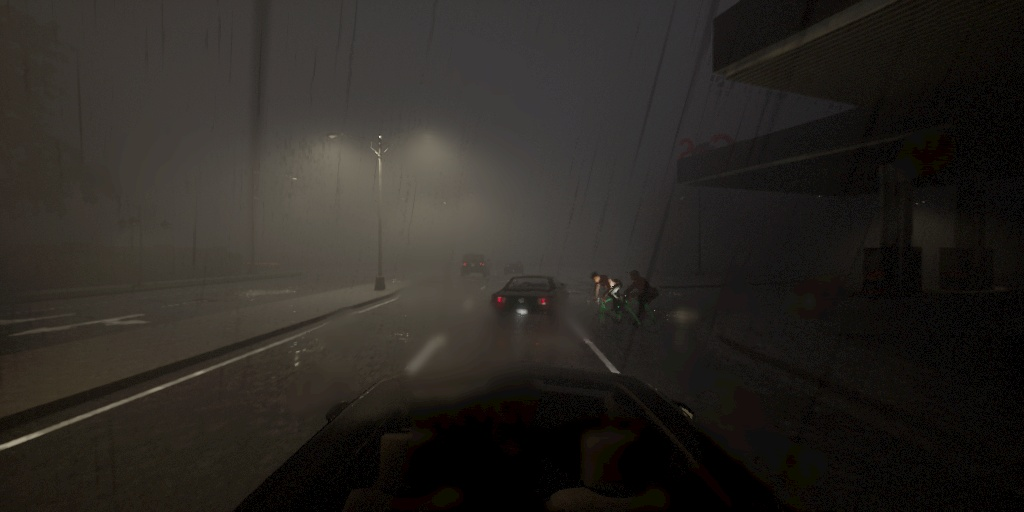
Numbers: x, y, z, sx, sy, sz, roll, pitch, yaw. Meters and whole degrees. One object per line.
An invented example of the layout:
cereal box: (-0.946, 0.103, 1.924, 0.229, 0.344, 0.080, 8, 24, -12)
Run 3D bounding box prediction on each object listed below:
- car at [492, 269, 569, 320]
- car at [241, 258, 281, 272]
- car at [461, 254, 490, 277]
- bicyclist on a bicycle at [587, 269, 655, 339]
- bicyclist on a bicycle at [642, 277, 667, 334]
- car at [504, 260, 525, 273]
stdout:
car: (0.857, 1.312, 12.513, 1.895, 1.301, 4.718, 0, 0, 14)
car: (-29.969, 1.042, 42.230, 5.008, 1.535, 1.882, 0, 0, 1)
car: (-3.322, 0.853, 33.191, 2.150, 2.045, 5.566, 0, 0, 0)
bicyclist on a bicycle: (2.408, 1.073, 8.825, 1.656, 1.620, 0.582, -25, 3, -27)
bicyclist on a bicycle: (3.089, 1.149, 8.807, 1.656, 1.620, 0.582, 1, 8, -7)
car: (0.254, 1.120, 35.232, 2.128, 1.511, 4.902, 0, 0, 3)
